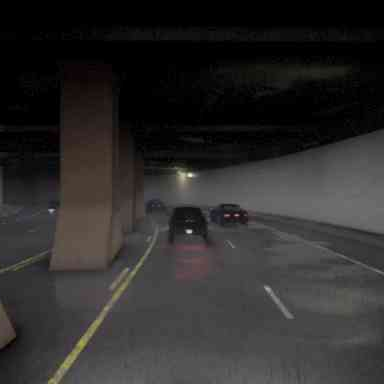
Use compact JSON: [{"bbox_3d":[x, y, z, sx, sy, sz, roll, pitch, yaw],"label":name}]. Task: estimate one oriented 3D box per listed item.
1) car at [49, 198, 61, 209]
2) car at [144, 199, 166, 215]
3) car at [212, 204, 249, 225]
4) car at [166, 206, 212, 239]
[{"bbox_3d":[-18.494,1.550,45.439,2.033,1.411,5.357,0,0,-24],"label":"car"},{"bbox_3d":[-4.381,1.549,38.540,2.033,1.411,5.357,0,0,-18],"label":"car"},{"bbox_3d":[2.533,1.548,23.947,2.033,1.411,5.357,0,0,-8],"label":"car"},{"bbox_3d":[-0.281,1.505,17.195,1.837,1.490,4.892,0,0,-4],"label":"car"}]
